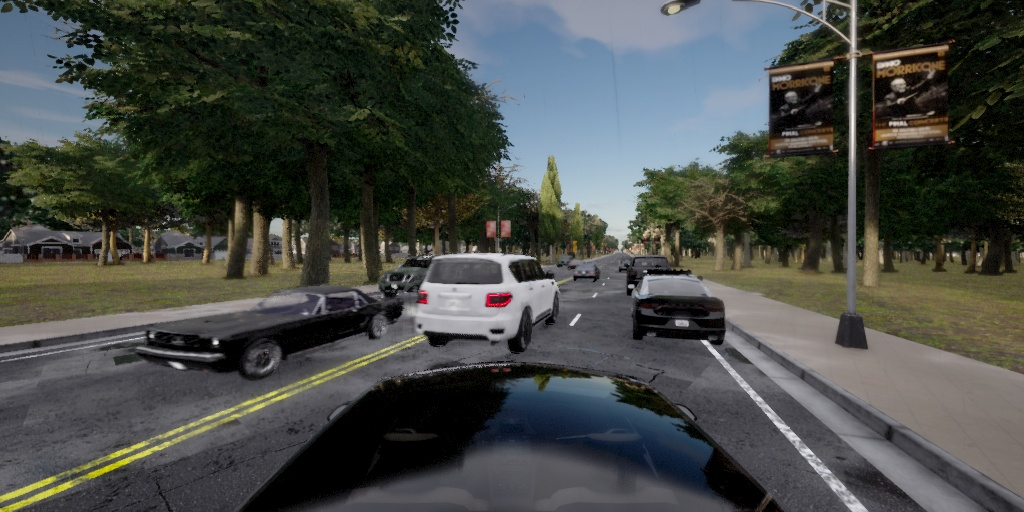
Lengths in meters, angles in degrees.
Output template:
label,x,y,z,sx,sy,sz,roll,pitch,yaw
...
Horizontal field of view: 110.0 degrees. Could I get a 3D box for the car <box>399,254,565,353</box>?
label,x,y,z,sx,sy,sz,roll,pitch,yaw
car,-0.255,0.970,9.199,2.150,2.045,5.566,0,0,18

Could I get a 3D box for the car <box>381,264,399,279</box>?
label,x,y,z,sx,sy,sz,roll,pitch,yaw
car,-4.346,0.971,18.444,2.150,2.045,5.566,0,0,18

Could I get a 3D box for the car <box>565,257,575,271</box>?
label,x,y,z,sx,sy,sz,roll,pitch,yaw
car,8.675,1.237,48.624,1.882,1.535,5.008,0,0,18

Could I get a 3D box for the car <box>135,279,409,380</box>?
label,x,y,z,sx,sy,sz,roll,pitch,yaw
car,-4.405,1.351,7.539,1.895,1.301,4.718,0,0,18

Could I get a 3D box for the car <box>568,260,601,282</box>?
label,x,y,z,sx,sy,sz,roll,pitch,yaw
car,6.177,1.299,29.408,2.033,1.411,5.357,0,0,18

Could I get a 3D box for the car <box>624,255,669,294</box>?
label,x,y,z,sx,sy,sz,roll,pitch,yaw
car,7.277,0.973,19.257,2.150,2.045,5.566,0,0,18

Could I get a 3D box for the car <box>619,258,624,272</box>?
label,x,y,z,sx,sy,sz,roll,pitch,yaw
car,14.607,1.322,45.440,1.994,1.385,4.181,0,0,19

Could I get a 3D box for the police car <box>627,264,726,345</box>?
label,x,y,z,sx,sy,sz,roll,pitch,yaw
police car,4.267,1.173,9.805,1.930,1.638,5.238,0,0,18
